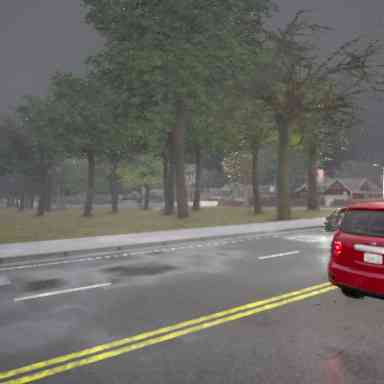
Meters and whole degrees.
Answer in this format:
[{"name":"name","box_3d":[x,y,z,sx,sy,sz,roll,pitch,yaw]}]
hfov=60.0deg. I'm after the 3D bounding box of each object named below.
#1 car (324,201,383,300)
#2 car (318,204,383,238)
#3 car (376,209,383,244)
[{"name":"car","box_3d":[5.244,1.201,7.181,5.566,2.045,2.150,0,0,-36]},{"name":"car","box_3d":[9.157,1.458,18.098,4.892,1.490,1.837,0,0,-35]},{"name":"car","box_3d":[10.416,1.478,15.013,4.674,1.442,1.812,0,0,-35]}]
